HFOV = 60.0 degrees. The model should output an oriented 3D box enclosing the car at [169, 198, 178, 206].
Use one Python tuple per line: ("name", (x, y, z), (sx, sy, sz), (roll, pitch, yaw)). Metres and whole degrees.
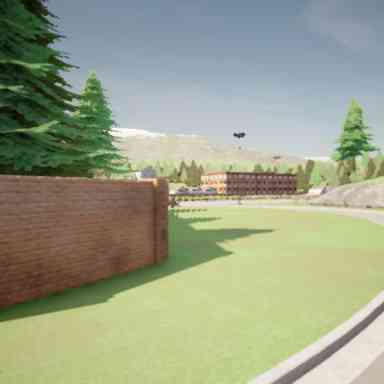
("car", (-4.269, 1.619, 52.857), (4.181, 1.385, 1.994), (0, 0, 2))
